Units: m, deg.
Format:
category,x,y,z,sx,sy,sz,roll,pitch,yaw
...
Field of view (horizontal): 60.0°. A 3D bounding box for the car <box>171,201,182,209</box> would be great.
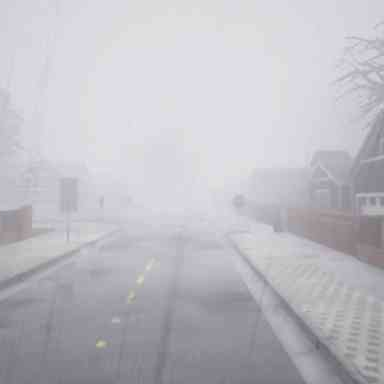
category,x,y,z,sx,sy,sz,roll,pitch,yaw
car,-2.765,2.375,59.721,2.033,1.411,5.357,0,-1,-1
